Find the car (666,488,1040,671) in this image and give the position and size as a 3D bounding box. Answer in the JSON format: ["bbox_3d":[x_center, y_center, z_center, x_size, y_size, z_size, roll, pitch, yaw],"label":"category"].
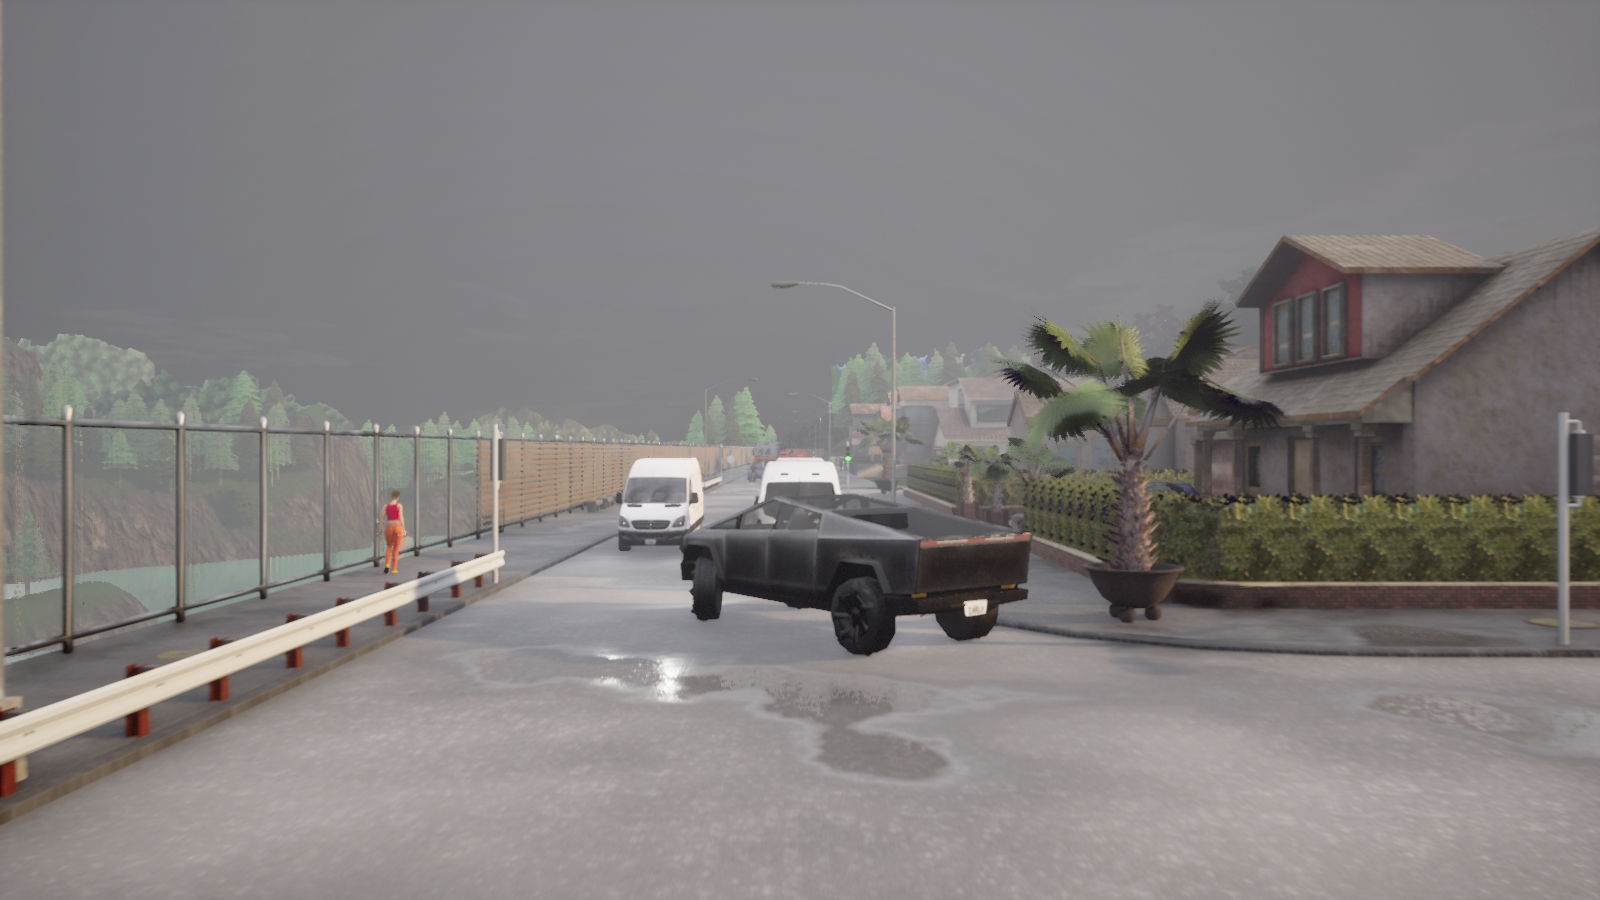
[{"bbox_3d":[0.520,1.752,17.737,2.390,2.098,6.274,0,0,-36],"label":"car"}]

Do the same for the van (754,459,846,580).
[{"bbox_3d":[0.006,1.533,27.693,1.988,2.561,5.915,0,0,0],"label":"van"}]

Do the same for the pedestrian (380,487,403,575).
[{"bbox_3d":[-8.790,1.743,24.587,0.375,1.860,0.375,0,0,-1],"label":"pedestrian"}]

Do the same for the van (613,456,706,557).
[{"bbox_3d":[-3.992,1.528,33.505,1.988,2.561,5.915,0,1,0],"label":"van"}]
